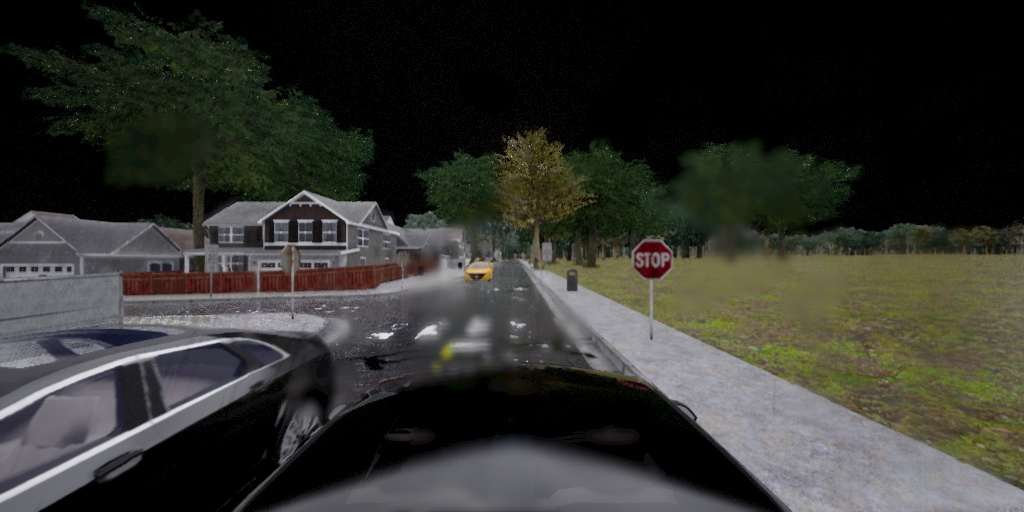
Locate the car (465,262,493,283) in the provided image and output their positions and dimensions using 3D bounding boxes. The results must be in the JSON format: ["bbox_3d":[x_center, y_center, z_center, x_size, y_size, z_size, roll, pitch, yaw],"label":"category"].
[{"bbox_3d":[-2.528,1.219,28.335,1.882,1.535,5.008,0,0,0],"label":"car"}]

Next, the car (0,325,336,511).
[{"bbox_3d":[-2.752,1.242,1.765,2.128,1.511,4.902,0,0,0],"label":"car"}]
